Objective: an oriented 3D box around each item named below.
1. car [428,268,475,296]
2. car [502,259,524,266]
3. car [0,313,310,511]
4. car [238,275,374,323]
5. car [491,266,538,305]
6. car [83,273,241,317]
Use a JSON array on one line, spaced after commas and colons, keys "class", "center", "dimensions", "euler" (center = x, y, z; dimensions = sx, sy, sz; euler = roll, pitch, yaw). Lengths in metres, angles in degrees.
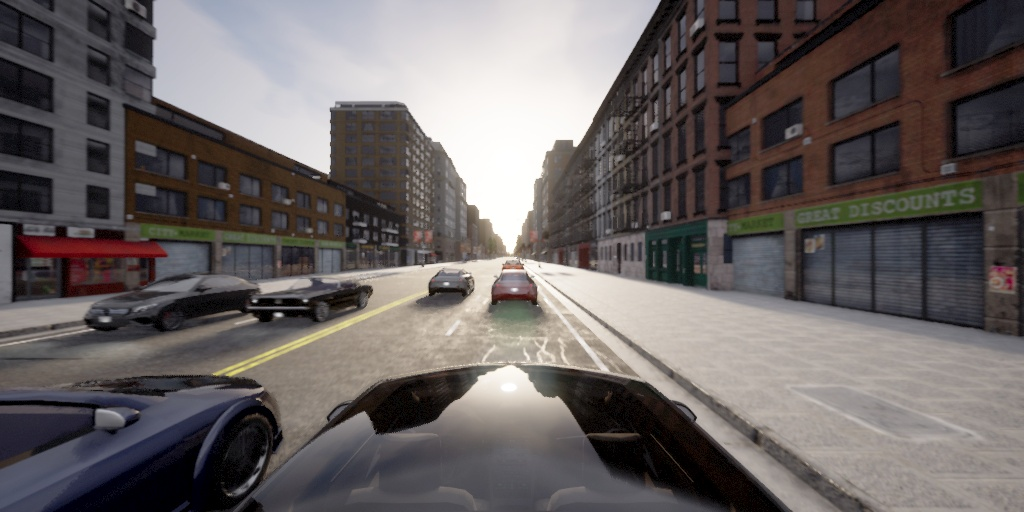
[{"class": "car", "center": [-3.147, 1.315, 19.207], "dimensions": [1.994, 1.385, 4.181], "euler": [0, 0, 0]}, {"class": "car", "center": [0.103, 1.109, 34.016], "dimensions": [2.097, 1.767, 4.553], "euler": [0, 0, 0]}, {"class": "car", "center": [-3.147, 1.314, 1.676], "dimensions": [1.994, 1.385, 4.181], "euler": [0, 0, 0]}, {"class": "car", "center": [-6.532, 1.350, 12.272], "dimensions": [1.895, 1.301, 4.718], "euler": [0, 0, 1]}, {"class": "car", "center": [0.103, 1.314, 16.226], "dimensions": [1.994, 1.385, 4.181], "euler": [0, 0, 0]}, {"class": "car", "center": [-9.794, 1.274, 10.978], "dimensions": [1.812, 1.442, 4.674], "euler": [0, 0, 0]}]
